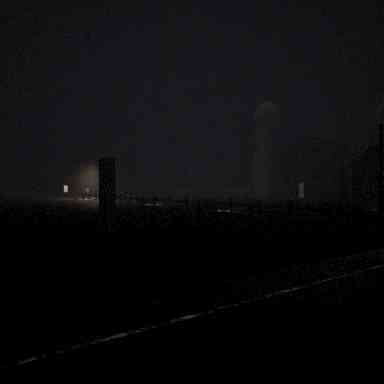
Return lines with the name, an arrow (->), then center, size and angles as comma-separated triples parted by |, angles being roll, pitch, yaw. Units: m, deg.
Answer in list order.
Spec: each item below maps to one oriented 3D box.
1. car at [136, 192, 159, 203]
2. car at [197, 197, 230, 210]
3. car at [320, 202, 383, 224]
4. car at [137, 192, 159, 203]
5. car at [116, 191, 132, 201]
car -> -7.829, 0.850, 58.073 | 2.097, 1.767, 4.553 | -1, 1, -35
car -> 2.474, 1.293, 38.868 | 1.994, 1.385, 4.181 | -1, 1, -36
car -> 12.034, 1.441, 24.591 | 2.033, 1.411, 5.357 | 0, 1, -26
car -> -6.975, 1.099, 51.996 | 1.812, 1.442, 4.674 | -1, 1, -36
car -> -13.611, 0.753, 66.016 | 2.097, 1.767, 4.553 | -1, 1, -36
